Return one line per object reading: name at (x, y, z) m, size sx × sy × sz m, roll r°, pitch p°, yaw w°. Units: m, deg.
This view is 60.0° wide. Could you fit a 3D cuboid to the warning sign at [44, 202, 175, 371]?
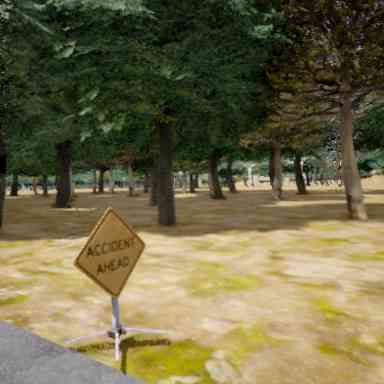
warning sign at (-1.109, 1.129, 4.659) m, size 1.060 × 1.860 × 1.300 m, roll -3°, pitch 1°, yaw 35°
